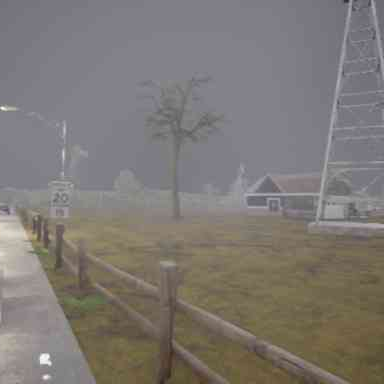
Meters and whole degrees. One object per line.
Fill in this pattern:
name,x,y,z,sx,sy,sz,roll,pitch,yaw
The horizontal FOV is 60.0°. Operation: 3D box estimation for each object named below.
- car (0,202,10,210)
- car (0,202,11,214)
car,-37.490,2.764,66.209,2.128,1.511,4.902,2,-3,-29
car,-26.241,2.271,45.990,1.837,1.490,4.892,2,-3,-29
